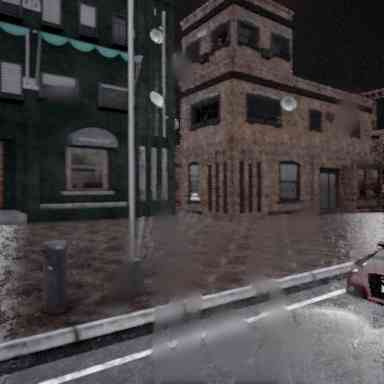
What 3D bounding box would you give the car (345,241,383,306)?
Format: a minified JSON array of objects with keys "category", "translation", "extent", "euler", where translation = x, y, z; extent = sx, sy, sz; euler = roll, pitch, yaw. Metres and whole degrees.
[{"category":"car","translation":[5.116,1.558,7.026],"extent":[4.181,1.385,1.994],"euler":[0,0,-35]}]
